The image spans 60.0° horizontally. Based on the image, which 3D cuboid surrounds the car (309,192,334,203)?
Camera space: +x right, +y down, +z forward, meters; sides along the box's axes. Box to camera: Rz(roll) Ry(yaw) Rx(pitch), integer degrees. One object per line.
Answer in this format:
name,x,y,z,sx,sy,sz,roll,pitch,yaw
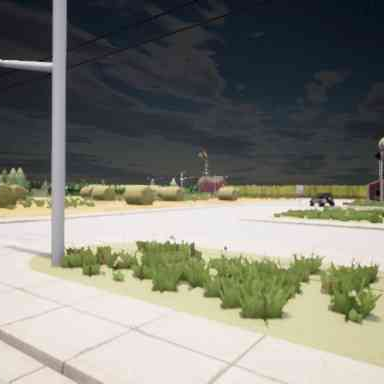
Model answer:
car,17.133,0.986,43.964,1.905,1.878,3.866,-5,-1,-8
